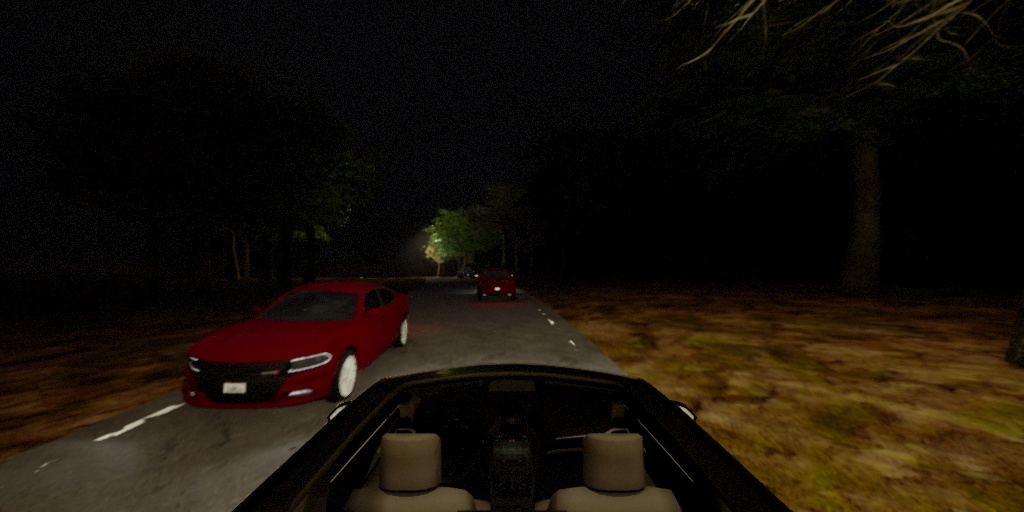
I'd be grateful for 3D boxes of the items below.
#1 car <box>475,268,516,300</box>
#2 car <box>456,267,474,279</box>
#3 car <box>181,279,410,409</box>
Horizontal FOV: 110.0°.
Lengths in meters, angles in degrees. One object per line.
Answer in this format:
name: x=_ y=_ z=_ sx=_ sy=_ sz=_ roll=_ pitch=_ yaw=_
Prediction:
car: x=-0.921 y=1.399 z=19.041 sx=1.882 sy=1.535 sz=5.008 roll=0 pitch=-1 yaw=-6
car: x=-6.092 y=2.186 z=46.932 sx=1.812 sy=1.442 sz=4.674 roll=0 pitch=-2 yaw=-15
car: x=-3.264 y=1.239 z=6.574 sx=1.882 sy=1.535 sz=5.008 roll=1 pitch=0 yaw=-3
